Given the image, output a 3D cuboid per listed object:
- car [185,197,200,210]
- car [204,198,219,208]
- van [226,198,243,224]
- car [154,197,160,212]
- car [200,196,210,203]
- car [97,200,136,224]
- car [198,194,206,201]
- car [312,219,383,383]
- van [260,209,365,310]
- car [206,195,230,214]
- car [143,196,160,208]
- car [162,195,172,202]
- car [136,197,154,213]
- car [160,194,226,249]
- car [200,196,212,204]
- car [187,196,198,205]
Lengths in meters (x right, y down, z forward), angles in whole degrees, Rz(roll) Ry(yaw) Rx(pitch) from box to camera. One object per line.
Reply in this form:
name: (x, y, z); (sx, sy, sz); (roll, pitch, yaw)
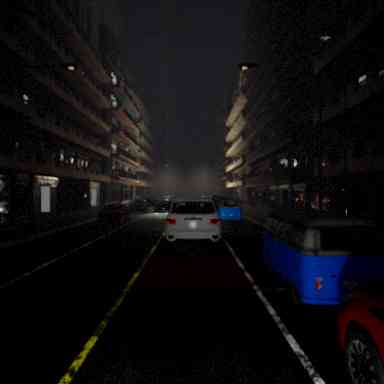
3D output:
car: (0.101, 1.445, 43.389); (1.882, 1.535, 5.008); (0, 0, 0)
car: (2.693, 1.531, 47.290); (1.947, 1.339, 4.313); (0, 0, 0)
van: (2.694, 1.321, 24.560); (1.690, 1.788, 3.998); (0, 0, 0)
car: (-3.000, 1.541, 36.982); (1.994, 1.385, 4.181); (0, 0, 0)
car: (2.694, 1.507, 70.020); (2.008, 1.369, 4.403); (0, 0, 0)
car: (-5.687, 1.524, 24.559); (1.887, 1.381, 4.507); (0, 0, 0)
car: (2.694, 1.393, 87.066); (1.967, 1.590, 4.097); (0, 0, 0)
car: (2.693, 1.313, 1.831); (2.192, 1.841, 5.009); (0, 0, 0)
van: (2.693, 1.335, 7.514); (1.690, 1.788, 3.998); (0, 0, 0)
car: (2.693, 1.287, 35.925); (2.192, 1.841, 5.009); (0, 0, 0)
car: (-5.687, 1.405, 47.288); (1.967, 1.590, 4.097); (0, 0, 0)
car: (-5.686, 1.506, 75.701); (2.008, 1.369, 4.403); (0, 0, 0)
car: (-5.688, 1.522, 35.924); (2.008, 1.369, 4.403); (0, 0, 0)
car: (0.020, 1.209, 14.532); (2.150, 2.045, 5.566); (0, 0, 0)
car: (2.694, 1.509, 64.338); (2.008, 1.369, 4.403); (0, 0, 0)
car: (0.103, 1.506, 61.468); (2.033, 1.411, 5.357); (0, 0, 0)
